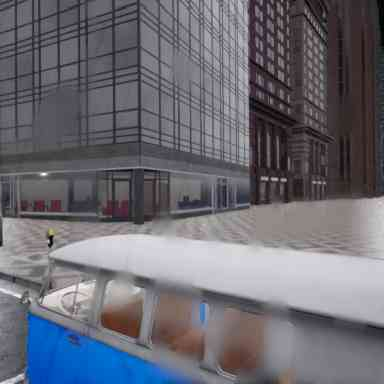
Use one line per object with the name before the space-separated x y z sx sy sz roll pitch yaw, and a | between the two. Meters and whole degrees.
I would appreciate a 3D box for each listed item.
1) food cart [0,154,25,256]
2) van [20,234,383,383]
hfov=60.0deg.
food cart | -8.795 0.480 12.846 4.660 3.560 2.280 -1 0 36
van | 0.259 1.341 2.679 3.998 1.788 1.690 0 -1 36
